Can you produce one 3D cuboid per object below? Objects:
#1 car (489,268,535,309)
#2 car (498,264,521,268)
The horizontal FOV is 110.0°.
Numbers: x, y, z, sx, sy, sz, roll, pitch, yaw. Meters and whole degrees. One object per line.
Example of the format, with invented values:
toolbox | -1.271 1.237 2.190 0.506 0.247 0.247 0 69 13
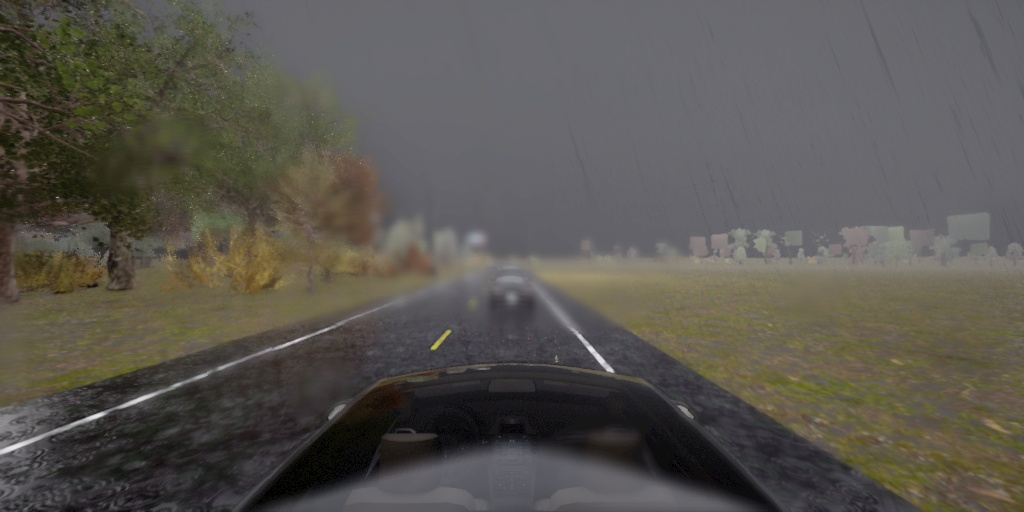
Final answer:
car | 0.027 1.420 15.742 1.812 1.442 4.674 0 0 1
car | 0.028 1.530 31.087 1.882 1.535 5.008 0 0 1
